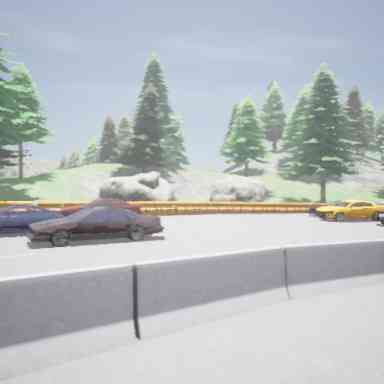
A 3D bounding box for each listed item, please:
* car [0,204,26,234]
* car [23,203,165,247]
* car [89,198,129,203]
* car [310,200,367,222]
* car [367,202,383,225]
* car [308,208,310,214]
[{"bbox_3d":[-8.069,1.266,15.389,4.181,1.385,1.994,1,1,-32],"label":"car"},{"bbox_3d":[-3.832,1.336,13.789,5.357,1.411,2.033,0,1,-31],"label":"car"},{"bbox_3d":[-5.605,1.149,20.943,5.008,1.535,1.882,0,1,-28],"label":"car"},{"bbox_3d":[11.412,1.328,23.948,5.008,1.535,1.882,0,0,-15],"label":"car"},{"bbox_3d":[14.077,1.398,20.979,4.902,1.511,2.128,0,1,-13],"label":"car"},{"bbox_3d":[12.516,1.380,27.804,5.357,1.411,2.033,0,1,-13],"label":"car"}]
